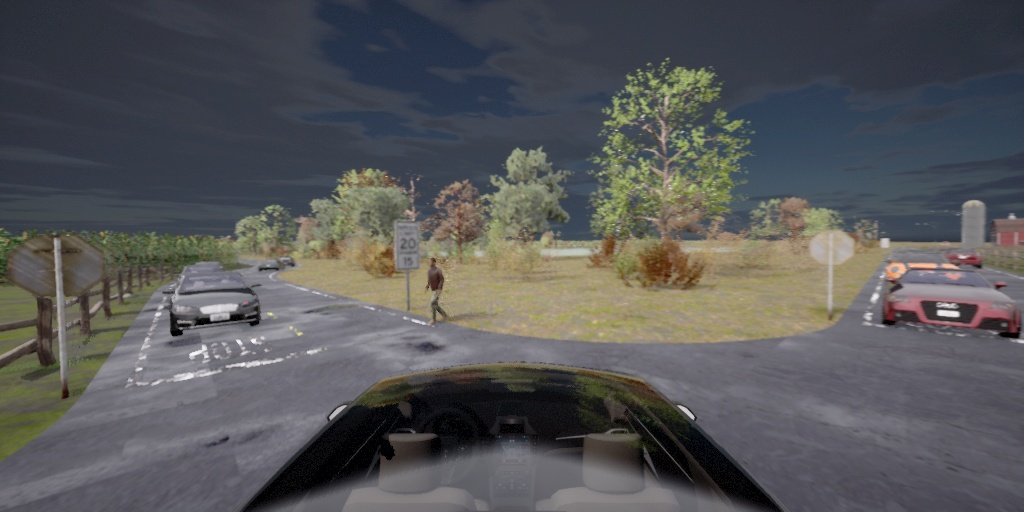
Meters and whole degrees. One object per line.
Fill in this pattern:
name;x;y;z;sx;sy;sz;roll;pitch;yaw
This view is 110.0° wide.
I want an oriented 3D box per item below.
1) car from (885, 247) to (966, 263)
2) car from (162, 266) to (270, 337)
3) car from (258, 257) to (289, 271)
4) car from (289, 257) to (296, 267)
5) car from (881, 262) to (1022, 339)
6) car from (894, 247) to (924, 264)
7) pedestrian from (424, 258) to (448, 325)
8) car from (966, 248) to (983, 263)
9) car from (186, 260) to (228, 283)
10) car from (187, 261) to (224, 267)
car;18.581;0.552;16.328;4.553;1.767;2.097;-2;2;-43
car;-8.785;1.216;10.566;2.128;1.511;4.902;-2;2;-42
car;-26.994;0.986;40.379;1.994;1.385;4.181;-1;1;-23
car;-31.229;0.823;49.730;1.812;1.442;4.674;-2;1;-27
car;10.779;1.003;9.039;4.181;1.385;1.994;-2;2;-43
car;39.042;-0.115;35.346;4.892;1.490;1.837;-2;2;-43
pedestrian;-2.108;0.901;9.741;0.375;1.860;0.375;-3;3;-43
car;37.971;0.071;30.442;4.553;1.767;2.097;-2;2;-43
car;-23.421;1.132;27.739;1.837;1.490;4.892;-2;1;-33
car;-15.042;1.184;17.490;2.128;1.511;4.902;-2;2;-41
